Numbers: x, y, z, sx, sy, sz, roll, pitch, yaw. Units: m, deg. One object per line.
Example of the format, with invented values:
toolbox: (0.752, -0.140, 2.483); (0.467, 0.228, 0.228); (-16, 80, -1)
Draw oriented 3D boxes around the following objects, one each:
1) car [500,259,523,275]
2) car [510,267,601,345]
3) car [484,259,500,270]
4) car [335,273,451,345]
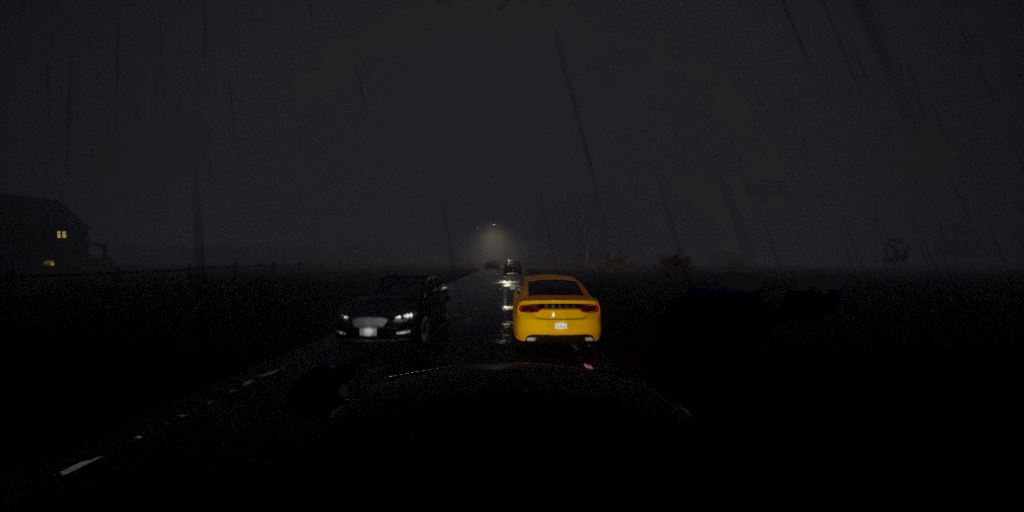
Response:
car: (0.098, 1.235, 39.195); (2.128, 1.511, 4.902); (0, 0, 0)
car: (0.966, 1.227, 9.533); (1.882, 1.535, 5.008); (0, 0, 0)
car: (-2.827, 1.305, 51.267); (1.994, 1.385, 4.181); (0, 0, 0)
car: (-2.847, 1.240, 9.545); (2.128, 1.511, 4.902); (0, 0, 0)
